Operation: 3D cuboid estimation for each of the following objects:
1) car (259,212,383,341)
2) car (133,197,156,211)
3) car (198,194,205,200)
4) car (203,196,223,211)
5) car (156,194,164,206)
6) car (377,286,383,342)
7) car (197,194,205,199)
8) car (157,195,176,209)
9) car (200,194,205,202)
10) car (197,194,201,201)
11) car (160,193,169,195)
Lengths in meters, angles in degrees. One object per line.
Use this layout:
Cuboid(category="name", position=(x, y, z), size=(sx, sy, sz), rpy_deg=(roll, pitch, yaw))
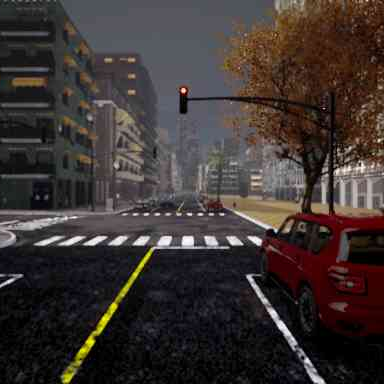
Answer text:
Cuboid(category="car", position=(2.678, 1.291, 6.402), size=(2.192, 1.841, 5.009), rpy_deg=(0, 0, 0))
Cuboid(category="car", position=(-5.779, 1.421, 38.771), size=(2.008, 1.369, 4.403), rpy_deg=(0, 0, 0))
Cuboid(category="car", position=(2.485, 1.298, 88.584), size=(1.887, 1.381, 4.507), rpy_deg=(0, 0, 0))
Cuboid(category="car", position=(2.601, 1.415, 38.790), size=(1.887, 1.381, 4.507), rpy_deg=(0, 0, 0))
Cuboid(category="car", position=(-5.805, 1.392, 49.837), size=(2.008, 1.369, 4.403), rpy_deg=(0, 0, 0))
Cuboid(category="car", position=(2.691, 1.562, 0.879), size=(1.947, 1.339, 4.313), rpy_deg=(0, 0, 0))
Cuboid(category="car", position=(2.472, 1.294, 94.117), size=(2.008, 1.369, 4.403), rpy_deg=(0, 0, 0))
Cuboid(category="car", position=(-3.100, 1.468, 43.506), size=(1.895, 1.301, 4.718), rpy_deg=(0, 0, 0))
Cuboid(category="car", position=(2.575, 1.365, 50.026), size=(1.752, 1.417, 4.829), rpy_deg=(0, 0, 0))
Cuboid(category="car", position=(2.537, 1.382, 66.453), size=(1.802, 1.307, 4.206), rpy_deg=(0, 0, 0))
Cuboid(category="car", position=(-5.830, 1.254, 60.901), size=(1.967, 1.590, 4.097), rpy_deg=(0, 0, 0))
